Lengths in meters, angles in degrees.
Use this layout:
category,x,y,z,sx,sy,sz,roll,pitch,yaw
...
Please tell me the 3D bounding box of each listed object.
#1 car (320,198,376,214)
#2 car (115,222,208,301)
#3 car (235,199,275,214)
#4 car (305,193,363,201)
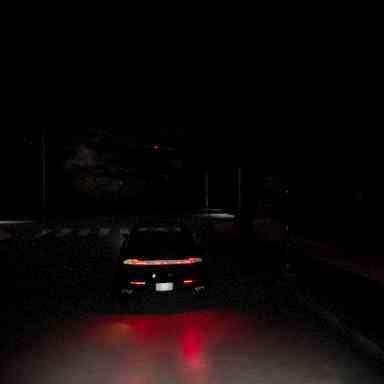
category,x,y,z,sx,sy,sz,roll,pitch,yaw
car,15.299,1.347,32.764,4.892,1.490,1.837,0,0,-12
car,-0.836,1.491,8.389,2.128,1.511,4.902,0,0,-8
car,6.271,1.368,30.764,4.674,1.442,1.812,0,0,-12
car,12.215,1.064,28.296,5.566,2.045,2.150,0,0,-12
